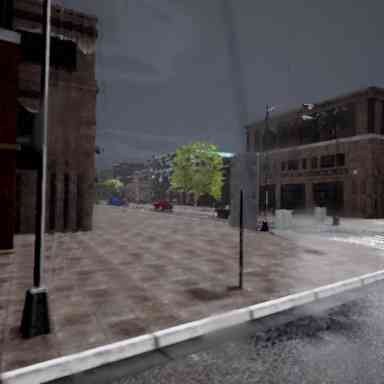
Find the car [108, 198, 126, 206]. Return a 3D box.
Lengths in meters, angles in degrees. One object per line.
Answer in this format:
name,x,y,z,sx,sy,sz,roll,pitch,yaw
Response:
car,-14.424,1.843,62.544,1.882,1.535,5.008,2,-1,-27

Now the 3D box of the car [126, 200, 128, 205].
car,-14.136,2.028,67.453,1.802,1.307,4.206,2,-1,-27

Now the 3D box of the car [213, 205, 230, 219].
car,3.685,1.899,32.134,2.008,1.369,4.403,2,-1,-27

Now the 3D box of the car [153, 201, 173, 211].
car,-4.194,1.937,47.713,1.887,1.381,4.507,2,-1,-27
